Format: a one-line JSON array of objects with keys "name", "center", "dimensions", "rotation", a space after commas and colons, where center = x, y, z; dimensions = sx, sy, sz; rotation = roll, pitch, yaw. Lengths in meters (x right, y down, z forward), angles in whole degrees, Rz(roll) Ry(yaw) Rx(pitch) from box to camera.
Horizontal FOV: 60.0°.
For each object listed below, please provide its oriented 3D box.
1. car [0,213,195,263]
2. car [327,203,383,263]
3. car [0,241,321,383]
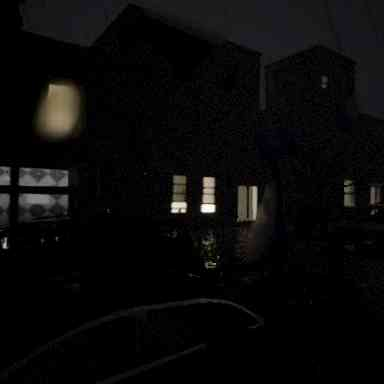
[{"name": "car", "center": [-2.064, 1.316, 5.065], "dimensions": [5.009, 1.841, 2.192], "rotation": [0, 1, -35]}, {"name": "car", "center": [6.740, 1.327, 11.345], "dimensions": [5.009, 1.841, 2.192], "rotation": [0, 1, -35]}, {"name": "car", "center": [-0.978, 1.492, 2.681], "dimensions": [4.902, 1.511, 2.128], "rotation": [0, 0, -35]}]
